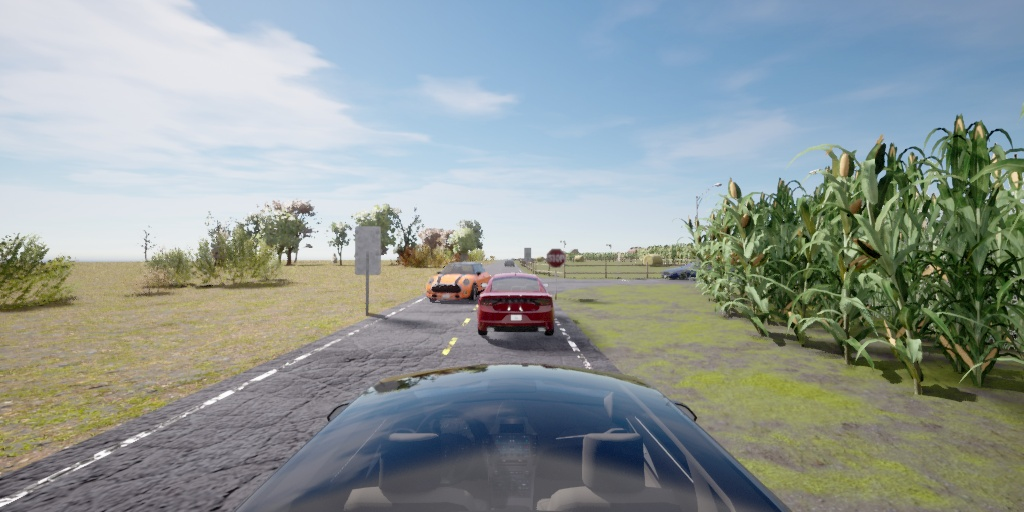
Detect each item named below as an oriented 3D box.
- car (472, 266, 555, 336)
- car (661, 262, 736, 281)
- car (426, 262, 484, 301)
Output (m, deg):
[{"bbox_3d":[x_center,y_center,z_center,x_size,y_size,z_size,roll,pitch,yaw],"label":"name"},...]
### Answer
[{"bbox_3d":[0.094,1.231,10.498,1.882,1.535,5.008,0,0,0],"label":"car"},{"bbox_3d":[14.694,1.177,28.224,5.357,1.411,2.033,-1,-1,-1],"label":"car"},{"bbox_3d":[-2.453,1.106,17.262,2.097,1.767,4.553,0,0,9],"label":"car"}]
